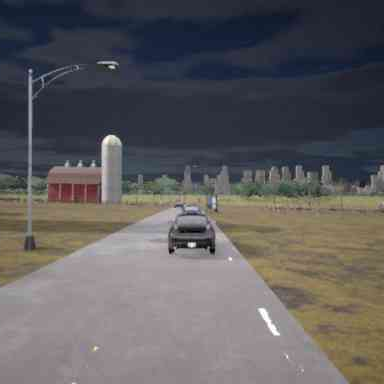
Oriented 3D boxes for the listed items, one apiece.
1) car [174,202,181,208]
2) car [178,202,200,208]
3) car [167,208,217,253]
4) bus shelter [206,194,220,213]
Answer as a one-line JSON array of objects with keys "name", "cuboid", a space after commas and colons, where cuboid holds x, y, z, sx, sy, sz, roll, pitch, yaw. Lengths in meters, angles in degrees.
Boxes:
[{"name": "car", "cuboid": [-2.782, 2.787, 71.773, 1.882, 1.535, 5.008, 0, -1, 0]}, {"name": "car", "cuboid": [-0.007, 1.880, 29.400, 1.812, 1.442, 4.674, 0, -1, 0]}, {"name": "car", "cuboid": [-0.001, 1.651, 14.310, 1.837, 1.490, 4.892, 0, 0, 0]}, {"name": "bus shelter", "cuboid": [3.103, 1.636, 49.783, 1.920, 2.740, 3.880, 0, -1, 0]}]
